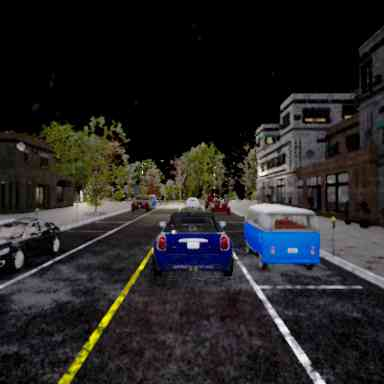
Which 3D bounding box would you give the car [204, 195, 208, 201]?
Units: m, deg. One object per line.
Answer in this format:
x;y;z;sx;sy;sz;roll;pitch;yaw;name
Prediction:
2.707;1.255;44.007;2.192;1.841;5.009;1;0;0;car

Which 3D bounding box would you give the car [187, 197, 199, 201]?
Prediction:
0.090;1.472;41.273;1.812;1.442;4.674;0;-1;0;car

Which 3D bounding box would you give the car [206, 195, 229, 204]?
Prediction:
2.695;1.399;32.922;1.967;1.590;4.097;1;0;0;car

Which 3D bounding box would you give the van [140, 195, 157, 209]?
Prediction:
-5.699;1.281;43.993;1.690;1.788;3.998;1;0;0;van

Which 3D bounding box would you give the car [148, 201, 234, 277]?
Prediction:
0.019;1.341;10.363;2.097;1.767;4.553;0;0;0;car

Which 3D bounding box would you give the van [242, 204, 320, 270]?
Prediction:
2.700;1.330;10.750;1.690;1.788;3.998;1;0;0;van

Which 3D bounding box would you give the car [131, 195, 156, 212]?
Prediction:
-5.685;1.264;38.451;2.192;1.841;5.009;1;0;0;car

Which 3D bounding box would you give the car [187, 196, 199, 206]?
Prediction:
0.090;1.450;52.933;1.812;1.442;4.674;0;0;0;car

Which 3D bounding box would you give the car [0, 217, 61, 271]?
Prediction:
-5.684;1.539;10.735;2.008;1.369;4.403;1;0;0;car
